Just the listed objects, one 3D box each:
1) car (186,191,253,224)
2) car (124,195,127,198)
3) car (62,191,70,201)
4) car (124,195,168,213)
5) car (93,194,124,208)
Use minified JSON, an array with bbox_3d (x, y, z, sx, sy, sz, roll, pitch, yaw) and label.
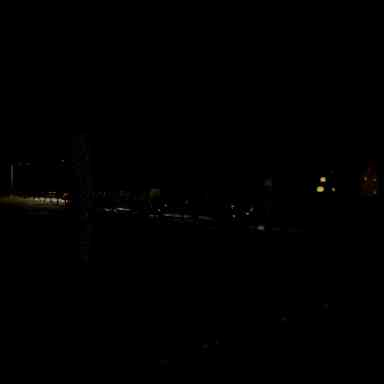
[{"bbox_3d":[1.786,0.959,22.589,2.150,2.045,5.566,0,0,-36],"label":"car"},{"bbox_3d":[-7.136,1.045,39.748,2.128,1.511,4.902,0,0,-36],"label":"car"},{"bbox_3d":[-21.700,0.639,59.605,2.097,1.767,4.553,0,0,-35],"label":"car"},{"bbox_3d":[-4.132,1.236,30.659,1.895,1.301,4.718,0,0,-36],"label":"car"},{"bbox_3d":[-10.254,1.018,39.027,2.128,1.511,4.902,0,0,-36],"label":"car"}]
